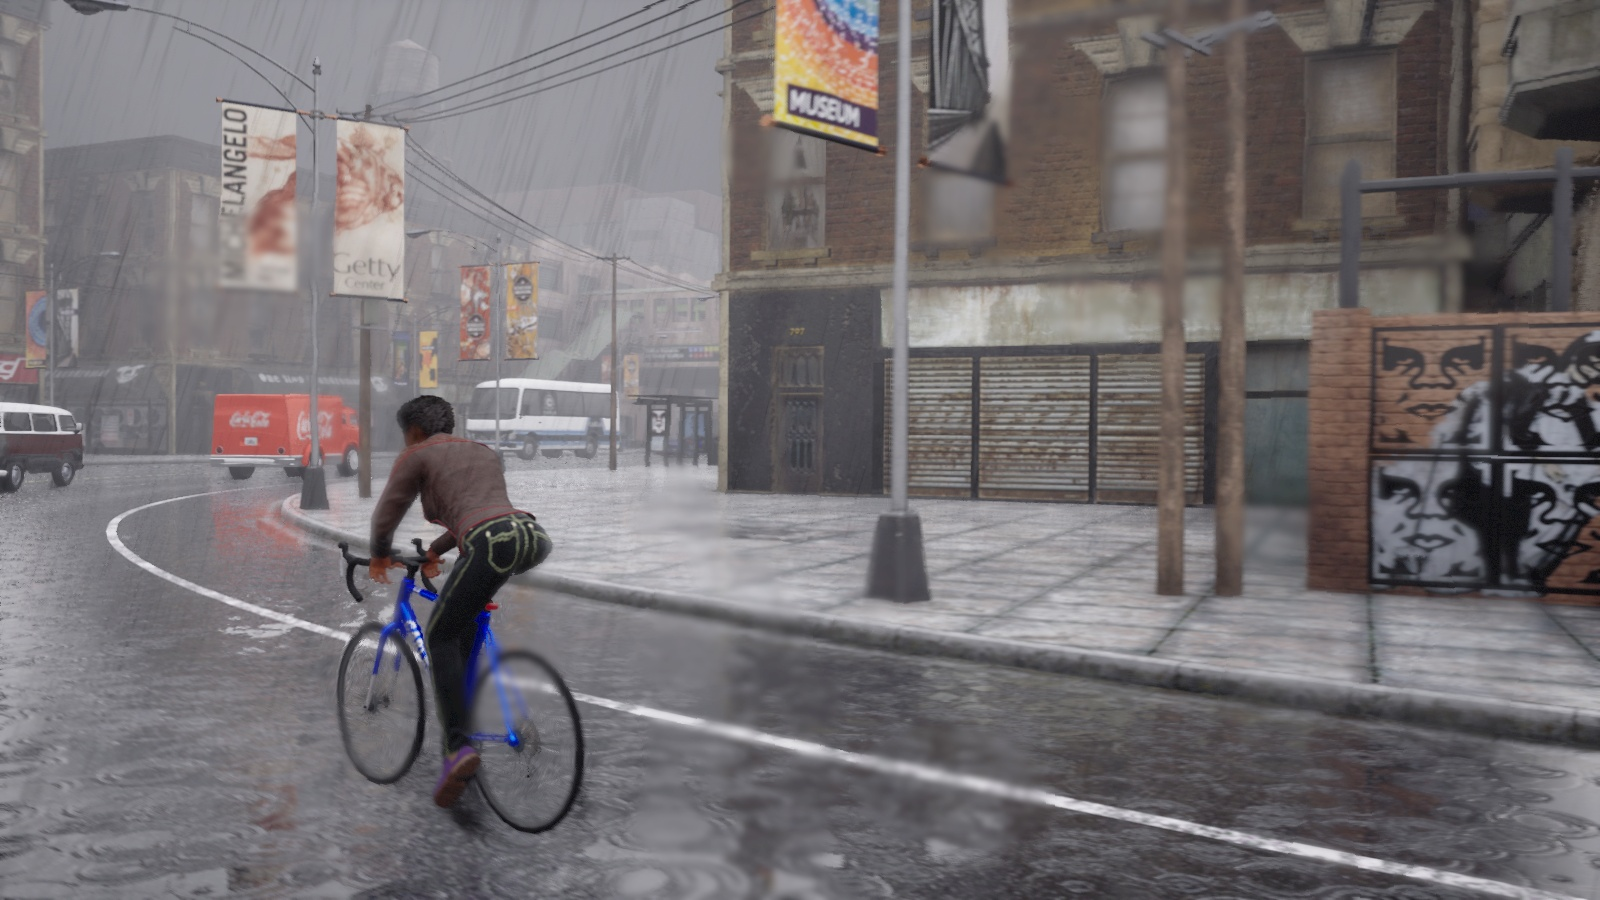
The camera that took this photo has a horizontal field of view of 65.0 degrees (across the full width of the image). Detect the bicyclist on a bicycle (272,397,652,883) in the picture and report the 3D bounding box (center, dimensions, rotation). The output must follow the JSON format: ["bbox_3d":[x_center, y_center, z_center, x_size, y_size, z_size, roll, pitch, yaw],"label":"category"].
[{"bbox_3d":[-1.374,0.633,4.932,1.656,1.620,0.582,0,0,40],"label":"bicyclist on a bicycle"}]

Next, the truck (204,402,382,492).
[{"bbox_3d":[-14.875,-0.107,37.272,2.627,2.467,5.204,-1,1,7],"label":"truck"}]

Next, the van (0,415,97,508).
[{"bbox_3d":[-18.645,0.235,29.528,2.069,2.038,4.480,-1,1,-6],"label":"van"}]

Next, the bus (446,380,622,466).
[{"bbox_3d":[-14.034,-1.392,67.577,3.944,4.253,10.273,0,1,24],"label":"bus"}]
